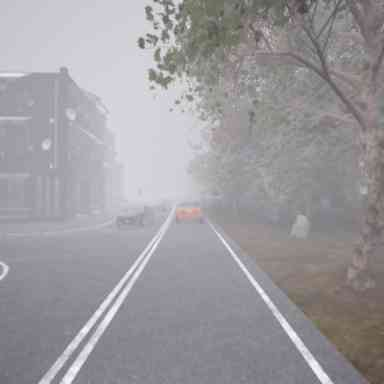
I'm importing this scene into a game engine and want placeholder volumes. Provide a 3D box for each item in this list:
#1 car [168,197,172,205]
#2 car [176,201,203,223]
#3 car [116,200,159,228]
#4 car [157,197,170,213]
[{"bbox_3d":[-4.649,1.628,59.032,1.994,1.385,4.181,0,1,-2],"label":"car"},{"bbox_3d":[-0.246,1.521,27.601,2.097,1.767,4.553,0,0,-1],"label":"car"},{"bbox_3d":[-3.983,1.634,24.037,1.882,1.535,5.008,0,0,5],"label":"car"},{"bbox_3d":[-4.046,1.695,40.583,1.812,1.442,4.674,0,0,-2],"label":"car"}]
